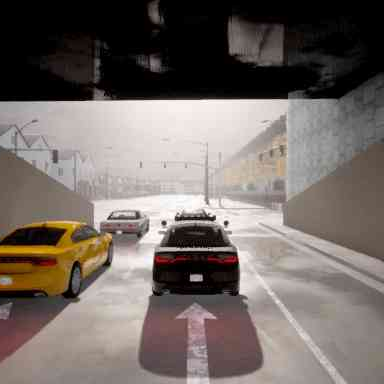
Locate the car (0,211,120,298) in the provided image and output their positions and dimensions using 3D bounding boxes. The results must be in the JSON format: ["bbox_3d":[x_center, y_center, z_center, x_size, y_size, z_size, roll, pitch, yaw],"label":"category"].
[{"bbox_3d":[-3.409,1.478,8.565,1.882,1.535,5.008,0,0,0],"label":"car"}]

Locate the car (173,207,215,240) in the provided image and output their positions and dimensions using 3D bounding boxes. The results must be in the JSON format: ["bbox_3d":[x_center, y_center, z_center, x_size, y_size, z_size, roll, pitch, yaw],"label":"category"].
[{"bbox_3d":[0.094,1.564,17.852,1.994,1.385,4.181,0,0,0],"label":"car"}]

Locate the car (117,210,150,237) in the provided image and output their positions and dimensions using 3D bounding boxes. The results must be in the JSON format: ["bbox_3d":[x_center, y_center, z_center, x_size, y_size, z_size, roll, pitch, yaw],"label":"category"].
[{"bbox_3d":[-3.404,1.601,17.808,1.895,1.301,4.718,0,0,0],"label":"car"}]

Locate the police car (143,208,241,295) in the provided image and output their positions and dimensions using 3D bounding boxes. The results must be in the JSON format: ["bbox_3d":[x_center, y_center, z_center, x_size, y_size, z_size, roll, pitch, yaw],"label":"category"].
[{"bbox_3d":[0.087,1.425,8.890,1.930,1.638,5.238,0,0,0],"label":"police car"}]
